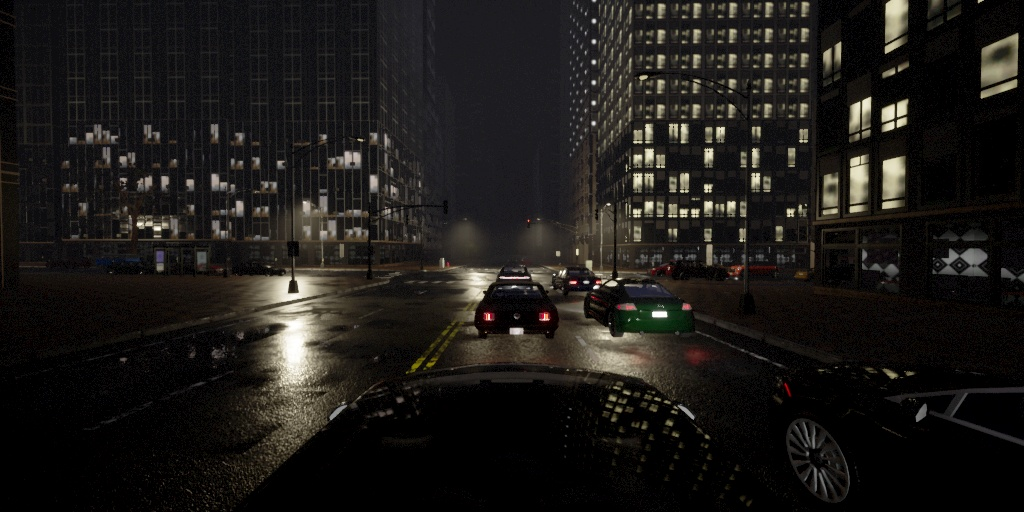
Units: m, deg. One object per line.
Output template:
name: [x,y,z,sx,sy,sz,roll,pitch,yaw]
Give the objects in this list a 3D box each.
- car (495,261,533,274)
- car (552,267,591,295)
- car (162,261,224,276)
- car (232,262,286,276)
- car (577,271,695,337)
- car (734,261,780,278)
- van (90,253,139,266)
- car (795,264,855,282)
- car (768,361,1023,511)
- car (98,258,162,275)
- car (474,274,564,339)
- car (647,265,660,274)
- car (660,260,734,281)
car: [0.114,1.232,19.279,2.128,1.511,4.902,0,0,0]
car: [3.399,1.288,19.481,2.033,1.411,5.357,0,0,-3]
car: [-28.390,1.138,32.323,4.207,1.307,1.802,0,0,1]
car: [-22.707,1.173,32.185,4.313,1.339,1.948,0,0,1]
car: [3.365,1.310,10.251,1.994,1.385,4.181,0,0,-1]
car: [25.019,1.289,37.236,4.553,1.767,2.097,1,1,1]
van: [-45.254,0.605,41.172,3.998,1.789,1.690,0,0,1]
car: [27.666,1.578,31.414,4.829,1.417,1.751,0,0,1]
car: [3.340,1.242,1.421,2.128,1.511,4.902,0,0,0]
car: [-34.071,1.069,32.502,4.313,1.339,1.948,0,0,1]
car: [0.106,1.347,10.023,1.895,1.301,4.718,0,0,0]
car: [16.308,1.425,37.397,4.181,1.385,1.994,1,1,1]
car: [16.218,1.268,31.621,5.009,1.841,2.192,0,0,1]
